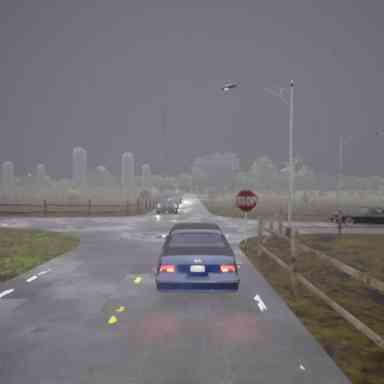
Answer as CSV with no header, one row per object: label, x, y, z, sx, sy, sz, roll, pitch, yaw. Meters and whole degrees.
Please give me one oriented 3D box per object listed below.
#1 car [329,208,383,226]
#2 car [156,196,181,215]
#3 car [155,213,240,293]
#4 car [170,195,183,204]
car,12.743,1.836,24.588,4.718,1.301,1.895,1,1,0
car,-2.505,1.317,33.520,2.097,1.767,4.553,0,0,-4
car,0.103,1.540,8.988,2.033,1.411,5.357,0,0,0
car,-2.792,1.399,60.678,2.128,1.511,4.902,0,0,0
